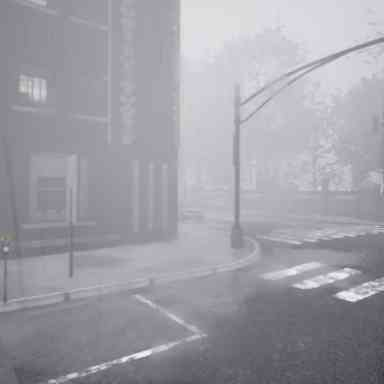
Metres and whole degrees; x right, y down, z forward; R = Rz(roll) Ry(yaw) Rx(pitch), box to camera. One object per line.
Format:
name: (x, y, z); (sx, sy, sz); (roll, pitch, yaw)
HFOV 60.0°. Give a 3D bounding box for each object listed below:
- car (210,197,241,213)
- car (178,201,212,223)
car: (2.538, 1.155, 31.754); (1.752, 1.417, 4.829); (2, 0, -36)
car: (-0.885, 1.272, 22.214); (1.802, 1.307, 4.206); (2, 0, -36)
